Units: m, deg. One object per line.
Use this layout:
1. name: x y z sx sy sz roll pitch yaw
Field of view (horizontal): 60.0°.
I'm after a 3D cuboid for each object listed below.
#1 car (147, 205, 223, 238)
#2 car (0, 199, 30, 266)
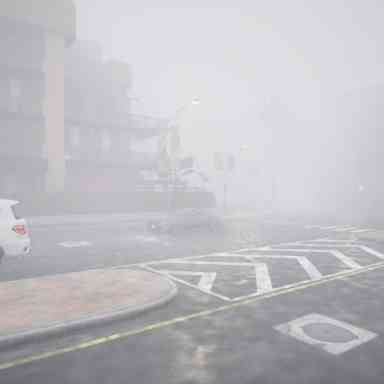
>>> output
1. car: -0.327 1.563 17.905 4.181 1.385 1.994 0 0 -36
2. car: -7.294 1.222 8.624 5.566 2.045 2.150 0 0 -35
